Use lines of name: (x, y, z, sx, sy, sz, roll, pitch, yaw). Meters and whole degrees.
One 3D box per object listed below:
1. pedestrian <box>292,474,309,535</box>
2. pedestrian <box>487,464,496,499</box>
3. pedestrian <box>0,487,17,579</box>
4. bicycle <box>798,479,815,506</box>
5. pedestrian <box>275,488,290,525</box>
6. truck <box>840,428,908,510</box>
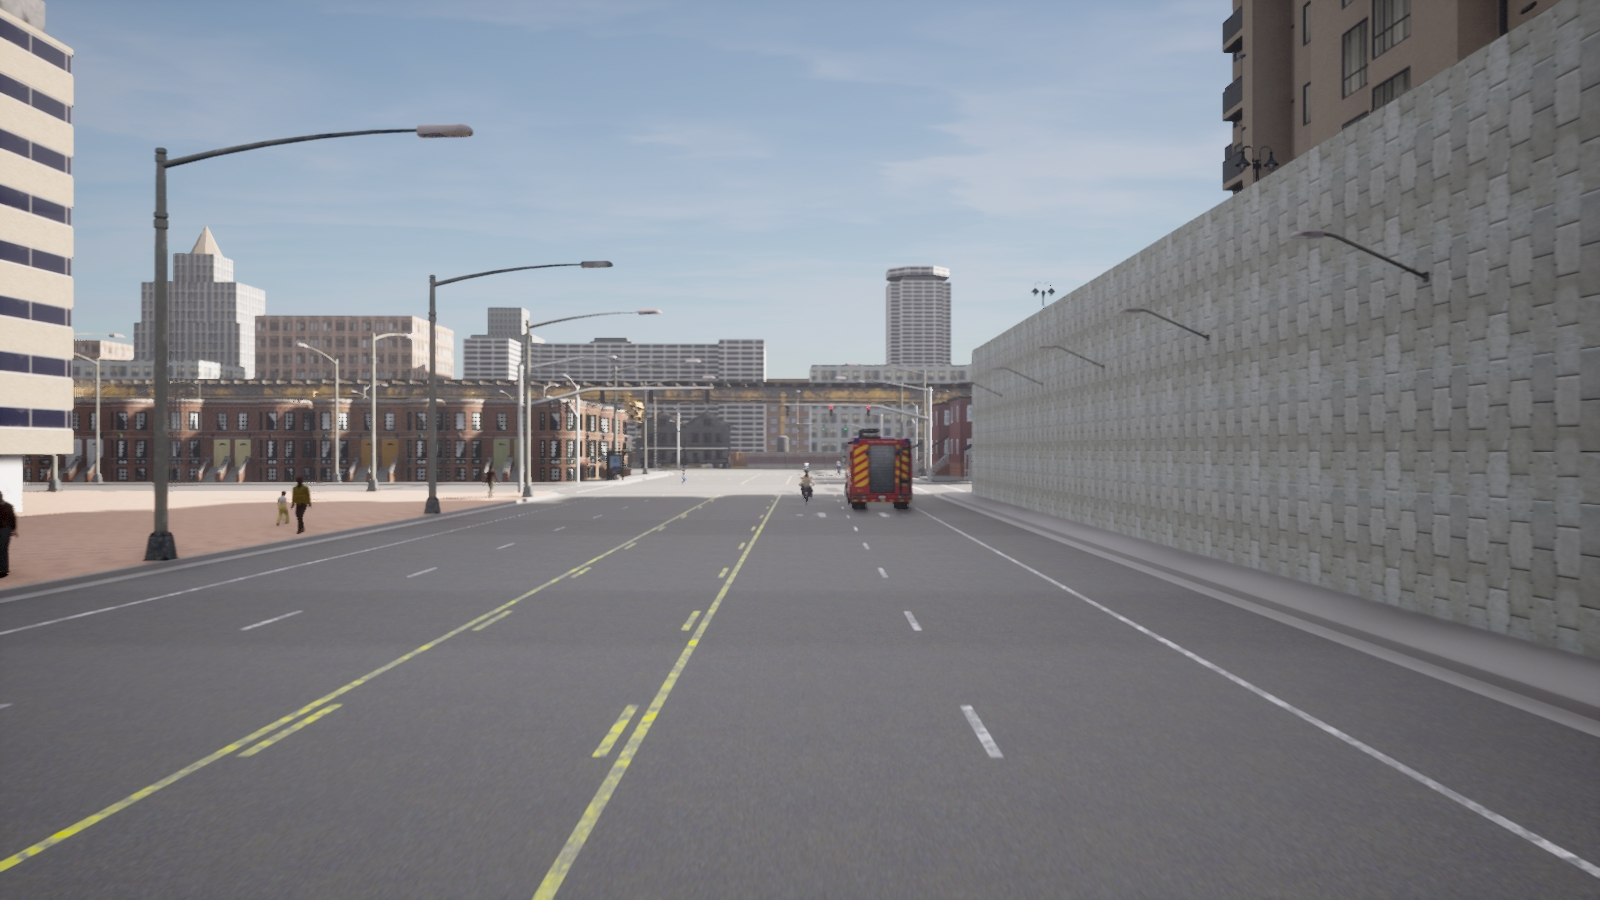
pedestrian: (-15.564, 1.696, 35.592, 0.375, 1.860, 0.375, 0, 0, 0)
pedestrian: (-16.623, 1.697, 61.552, 0.375, 1.860, 0.375, 0, 0, 4)
pedestrian: (-16.365, 1.698, 23.427, 0.375, 1.860, 0.375, 0, 0, 1)
bicycle: (0.328, 2.146, 57.919, 0.859, 1.301, 1.487, 0, 0, 0)
pedestrian: (-18.212, 1.991, 40.207, 0.375, 1.300, 0.375, 0, 0, 4)
truck: (3.574, 0.890, 57.356, 2.891, 3.827, 8.468, 0, 0, 0)
